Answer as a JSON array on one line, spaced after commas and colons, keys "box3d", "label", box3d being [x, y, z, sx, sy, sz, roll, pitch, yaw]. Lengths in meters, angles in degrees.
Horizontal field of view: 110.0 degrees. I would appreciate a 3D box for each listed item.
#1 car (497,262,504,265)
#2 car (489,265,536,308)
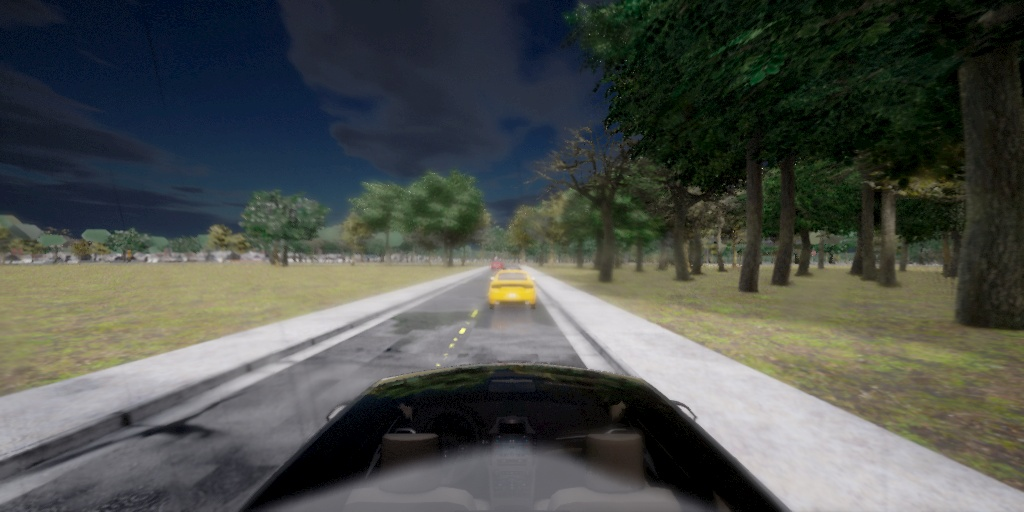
[{"box3d": [0.041, 1.528, 30.354, 2.128, 1.511, 4.902, 0, 0, 1], "label": "car"}, {"box3d": [0.040, 1.371, 16.092, 1.882, 1.535, 5.008, 0, 0, 1], "label": "car"}]
